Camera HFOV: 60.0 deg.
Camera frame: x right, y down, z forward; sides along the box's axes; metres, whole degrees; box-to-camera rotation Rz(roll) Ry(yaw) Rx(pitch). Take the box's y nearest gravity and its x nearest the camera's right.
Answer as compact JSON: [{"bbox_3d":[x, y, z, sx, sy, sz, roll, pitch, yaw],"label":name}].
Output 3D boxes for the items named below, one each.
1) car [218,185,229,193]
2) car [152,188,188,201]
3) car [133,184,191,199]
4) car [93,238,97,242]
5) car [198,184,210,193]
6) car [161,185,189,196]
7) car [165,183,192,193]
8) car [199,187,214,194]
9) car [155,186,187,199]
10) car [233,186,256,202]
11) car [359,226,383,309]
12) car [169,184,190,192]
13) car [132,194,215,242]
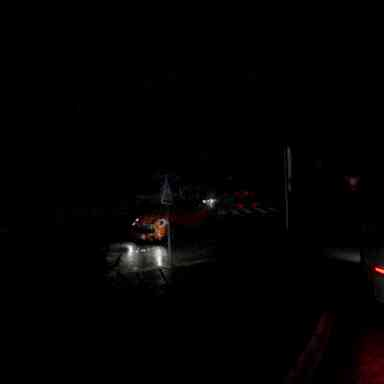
[{"bbox_3d":[6.212,-0.653,65.110,1.837,1.490,4.892,-2,3,0],"label":"car"},{"bbox_3d":[-3.307,0.292,49.721,5.008,1.535,2.097,-4,2,-19],"label":"car"},{"bbox_3d":[-3.420,0.587,34.685,5.566,2.045,2.435,-4,2,-20],"label":"car"},{"bbox_3d":[-5.080,1.805,9.820,5.008,1.535,1.882,-4,2,-26],"label":"car"},{"bbox_3d":[2.115,-0.679,62.063,2.033,1.411,5.357,-3,2,0],"label":"car"},{"bbox_3d":[-3.200,-0.268,61.730,4.553,1.767,2.185,-4,2,-19],"label":"car"},{"bbox_3d":[-3.102,-0.916,76.747,5.566,2.045,2.435,-4,2,-20],"label":"car"},{"bbox_3d":[1.945,0.249,46.206,2.033,1.411,5.357,-3,2,0],"label":"car"},{"bbox_3d":[-3.334,0.060,52.718,4.553,1.767,2.185,-4,2,-20],"label":"car"},{"bbox_3d":[6.126,0.112,39.459,2.097,1.767,4.553,-3,2,1],"label":"car"},{"bbox_3d":[4.691,1.422,7.085,1.812,1.442,4.674,-2,1,26],"label":"car"},{"bbox_3d":[-3.091,-0.991,82.723,4.553,1.767,2.185,-4,2,-19],"label":"car"},{"bbox_3d":[-0.834,1.254,16.335,2.097,1.767,4.553,-1,2,37],"label":"car"}]
